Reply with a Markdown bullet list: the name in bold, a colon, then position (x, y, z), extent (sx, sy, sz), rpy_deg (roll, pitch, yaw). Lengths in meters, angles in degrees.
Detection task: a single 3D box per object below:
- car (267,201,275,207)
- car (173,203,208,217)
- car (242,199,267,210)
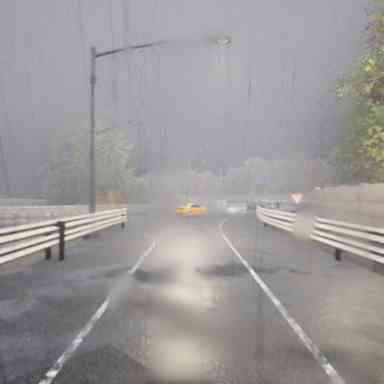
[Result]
- **car**: position (18.104, 2.706, 76.862), extent (1.812, 1.442, 4.674), rpy_deg (0, -1, 13)
- **car**: position (-0.071, 2.014, 37.728), extent (1.882, 1.535, 5.008), rpy_deg (0, -1, 36)
- **car**: position (10.626, 2.328, 55.980), extent (2.128, 1.511, 4.902), rpy_deg (0, -1, 25)
